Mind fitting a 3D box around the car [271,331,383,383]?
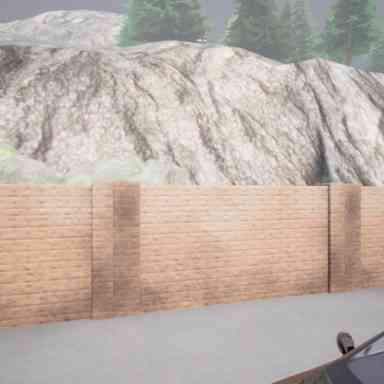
[{"bbox_3d":[2.164,1.492,1.911,4.902,1.511,2.128,0,0,-18],"label":"car"}]
